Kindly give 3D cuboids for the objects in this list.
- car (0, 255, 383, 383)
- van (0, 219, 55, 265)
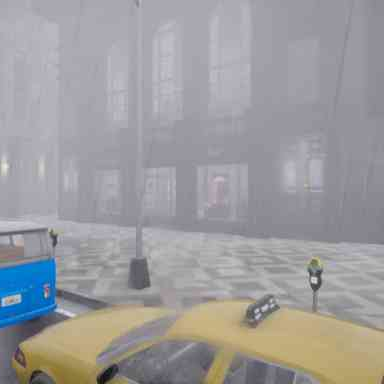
[{"bbox_3d":[0.320,1.525,2.734,4.829,1.417,1.752,0,0,36],"label":"car"},{"bbox_3d":[-4.123,1.340,5.917,3.998,1.788,1.690,0,0,36],"label":"van"}]
